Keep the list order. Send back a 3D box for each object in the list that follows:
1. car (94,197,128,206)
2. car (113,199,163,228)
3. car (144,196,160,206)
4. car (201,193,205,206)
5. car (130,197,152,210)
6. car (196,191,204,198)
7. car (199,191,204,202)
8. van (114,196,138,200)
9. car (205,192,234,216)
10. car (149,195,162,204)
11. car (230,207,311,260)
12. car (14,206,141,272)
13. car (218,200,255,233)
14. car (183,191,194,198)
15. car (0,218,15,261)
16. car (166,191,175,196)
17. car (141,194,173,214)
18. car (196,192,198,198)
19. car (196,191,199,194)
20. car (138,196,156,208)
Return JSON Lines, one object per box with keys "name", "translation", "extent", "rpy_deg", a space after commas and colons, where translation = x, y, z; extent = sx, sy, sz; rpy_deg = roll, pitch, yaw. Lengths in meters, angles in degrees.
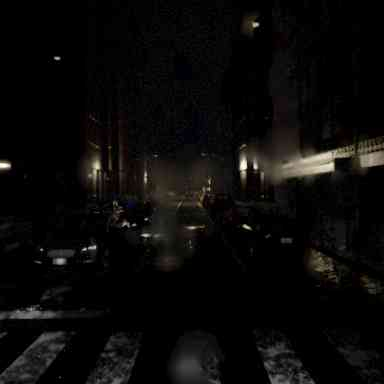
{"name": "car", "translation": [-5.926, 1.350, 22.782], "extent": [1.967, 1.590, 4.097], "rpy_deg": [-1, 0, 0]}
{"name": "car", "translation": [-3.244, 1.424, 21.270], "extent": [2.033, 1.411, 5.357], "rpy_deg": [-1, 0, -1]}
{"name": "car", "translation": [-6.128, 1.293, 51.004], "extent": [1.947, 1.339, 4.313], "rpy_deg": [-1, 0, 0]}
{"name": "car", "translation": [2.477, 1.214, 39.772], "extent": [1.887, 1.381, 4.507], "rpy_deg": [-1, 0, 0]}
{"name": "car", "translation": [-6.047, 1.355, 39.716], "extent": [2.008, 1.369, 4.403], "rpy_deg": [-1, 0, 0]}
{"name": "car", "translation": [2.108, 0.639, 90.560], "extent": [2.192, 1.841, 5.009], "rpy_deg": [-1, 0, 0]}
{"name": "car", "translation": [2.434, 0.947, 45.414], "extent": [2.192, 1.841, 5.009], "rpy_deg": [-1, 0, 0]}
{"name": "van", "translation": [-5.968, 1.217, 28.426], "extent": [1.690, 1.788, 3.998], "rpy_deg": [-1, 0, 0]}
{"name": "car", "translation": [2.556, 1.056, 28.483], "extent": [2.192, 1.841, 5.009], "rpy_deg": [-1, 0, 0]}
{"name": "car", "translation": [-6.169, 1.231, 56.649], "extent": [1.887, 1.381, 4.507], "rpy_deg": [-1, 0, 0]}
{"name": "car", "translation": [2.680, 1.405, 11.553], "extent": [1.947, 1.339, 4.313], "rpy_deg": [-1, 0, 0]}
{"name": "car", "translation": [-3.212, 1.428, 10.628], "extent": [2.128, 1.511, 4.902], "rpy_deg": [-1, 0, 1]}
{"name": "car", "translation": [2.639, 1.352, 17.197], "extent": [1.887, 1.381, 4.507], "rpy_deg": [-1, 0, 0]}
{"name": "car", "translation": [-0.639, 0.874, 88.033], "extent": [1.837, 1.490, 4.892], "rpy_deg": [-1, 0, 0]}
{"name": "car", "translation": [-5.844, 1.555, 11.494], "extent": [1.802, 1.307, 4.206], "rpy_deg": [-1, 0, 0]}
{"name": "car", "translation": [-6.413, 1.024, 90.510], "extent": [1.947, 1.339, 4.313], "rpy_deg": [-1, 0, 0]}
{"name": "car", "translation": [-3.324, 1.299, 32.701], "extent": [2.128, 1.511, 4.902], "rpy_deg": [-1, 0, 0]}
{"name": "car", "translation": [2.315, 1.055, 62.346], "extent": [1.887, 1.381, 4.507], "rpy_deg": [-1, 0, 0]}
{"name": "car", "translation": [2.272, 0.994, 68.160], "extent": [1.752, 1.417, 4.829], "rpy_deg": [-1, 0, 0]}
{"name": "car", "translation": [-6.087, 1.332, 45.360], "extent": [1.947, 1.339, 4.313], "rpy_deg": [-1, 0, 0]}
